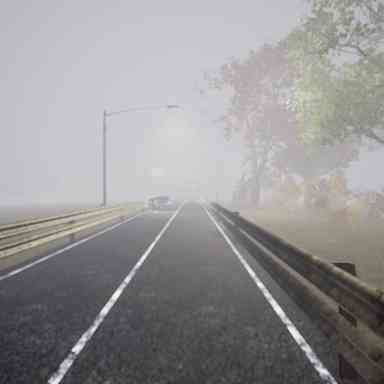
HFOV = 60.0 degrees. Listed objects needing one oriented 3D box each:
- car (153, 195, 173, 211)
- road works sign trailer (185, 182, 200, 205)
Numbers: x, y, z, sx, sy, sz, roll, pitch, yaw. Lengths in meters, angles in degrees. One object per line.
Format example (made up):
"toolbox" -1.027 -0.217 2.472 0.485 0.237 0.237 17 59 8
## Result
"car" -3.304 1.196 38.609 2.097 1.767 4.553 0 0 0
"road works sign trailer" 0.061 0.248 53.736 2.380 3.560 2.880 0 0 0
